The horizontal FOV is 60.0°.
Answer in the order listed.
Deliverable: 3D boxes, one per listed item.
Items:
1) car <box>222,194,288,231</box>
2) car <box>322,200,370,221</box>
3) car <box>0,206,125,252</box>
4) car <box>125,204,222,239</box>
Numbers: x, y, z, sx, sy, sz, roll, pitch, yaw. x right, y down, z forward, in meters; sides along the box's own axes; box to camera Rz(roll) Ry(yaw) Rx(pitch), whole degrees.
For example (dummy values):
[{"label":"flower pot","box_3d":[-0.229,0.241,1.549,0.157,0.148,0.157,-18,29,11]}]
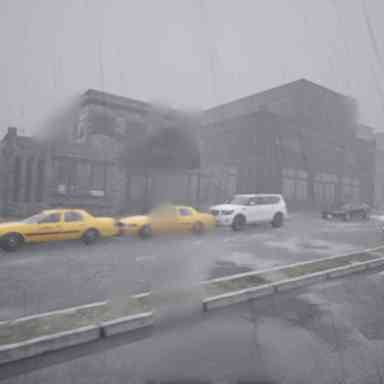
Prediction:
[{"label":"car","box_3d":[3.462,1.148,20.331,5.566,2.045,2.435,0,0,-36]},{"label":"car","box_3d":[12.452,1.430,26.749,4.792,1.488,2.163,0,0,-35]},{"label":"car","box_3d":[-5.768,1.394,13.753,5.366,1.575,1.946,0,0,-35]},{"label":"car","box_3d":[-1.269,1.395,16.961,5.366,1.575,1.946,0,0,-35]}]
